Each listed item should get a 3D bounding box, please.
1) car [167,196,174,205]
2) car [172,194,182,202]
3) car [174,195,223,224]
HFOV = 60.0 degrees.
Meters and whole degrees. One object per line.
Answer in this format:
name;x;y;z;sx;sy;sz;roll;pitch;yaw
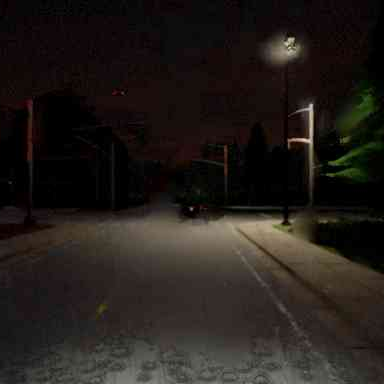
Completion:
car;-3.525;1.695;63.319;1.994;1.385;4.181;0;0;1
car;-3.500;1.455;79.460;2.097;1.767;4.553;0;0;0
car;0.740;1.266;25.460;2.150;2.045;5.566;-1;0;17
